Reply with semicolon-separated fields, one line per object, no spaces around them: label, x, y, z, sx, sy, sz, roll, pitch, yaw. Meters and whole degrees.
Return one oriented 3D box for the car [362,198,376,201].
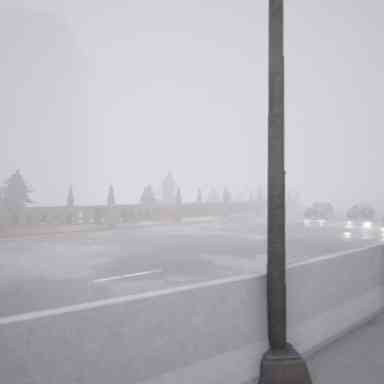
car;33.015;1.910;62.015;1.837;1.490;4.892;0;0;13

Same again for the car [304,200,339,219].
car;12.450;1.765;32.109;2.033;1.411;5.357;0;0;35

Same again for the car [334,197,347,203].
car;30.686;1.717;68.853;1.837;1.490;4.892;0;0;10

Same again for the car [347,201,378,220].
car;15.563;1.810;30.499;1.895;1.301;4.718;0;0;34
